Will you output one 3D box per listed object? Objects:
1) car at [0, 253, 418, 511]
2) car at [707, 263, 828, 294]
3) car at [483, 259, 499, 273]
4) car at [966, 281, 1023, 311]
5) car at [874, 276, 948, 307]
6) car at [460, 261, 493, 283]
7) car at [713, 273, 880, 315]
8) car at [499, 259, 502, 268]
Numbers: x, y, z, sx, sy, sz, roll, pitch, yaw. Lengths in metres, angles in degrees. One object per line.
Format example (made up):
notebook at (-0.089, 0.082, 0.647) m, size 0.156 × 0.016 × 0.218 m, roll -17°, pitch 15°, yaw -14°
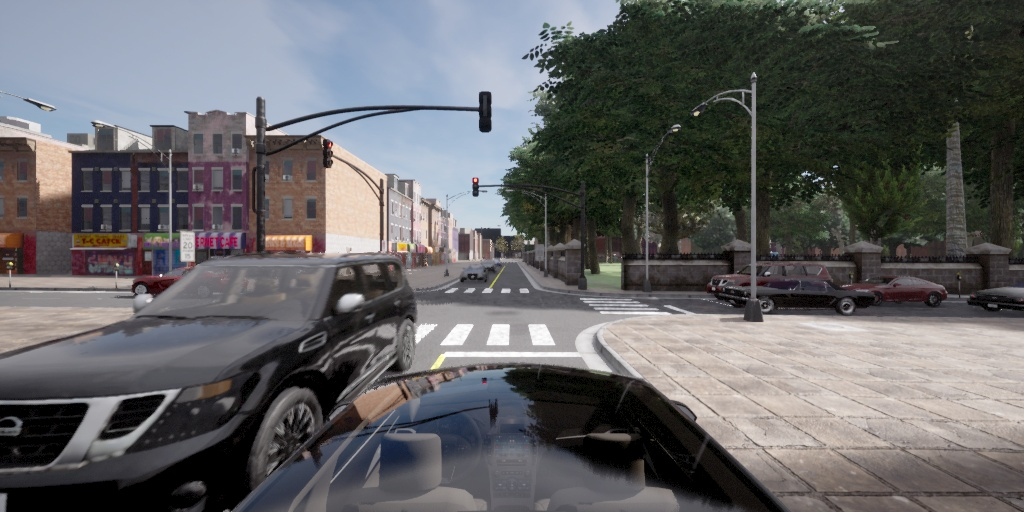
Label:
car at (-2.839, 0.970, 4.657) m, size 2.150 × 2.045 × 5.566 m, roll 0°, pitch 0°, yaw 0°
car at (11.711, 1.207, 16.349) m, size 5.009 × 1.841 × 2.192 m, roll 0°, pitch 0°, yaw 0°
car at (-2.847, 1.247, 42.865) m, size 1.837 × 1.490 × 4.892 m, roll 0°, pitch 1°, yaw 0°
car at (21.153, 1.555, 13.776) m, size 5.357 × 1.411 × 2.033 m, roll 1°, pitch 0°, yaw 0°
car at (17.159, 1.538, 16.331) m, size 4.207 × 1.307 × 1.802 m, roll 0°, pitch 0°, yaw 0°
car at (-2.850, 1.317, 27.972) m, size 1.994 × 1.385 × 4.181 m, roll 0°, pitch 0°, yaw 0°
car at (10.765, 1.487, 13.861) m, size 4.718 × 1.301 × 1.895 m, roll 1°, pitch 0°, yaw 2°
car at (-2.759, 1.253, 62.627) m, size 1.812 × 1.442 × 4.674 m, roll 0°, pitch 0°, yaw 0°
